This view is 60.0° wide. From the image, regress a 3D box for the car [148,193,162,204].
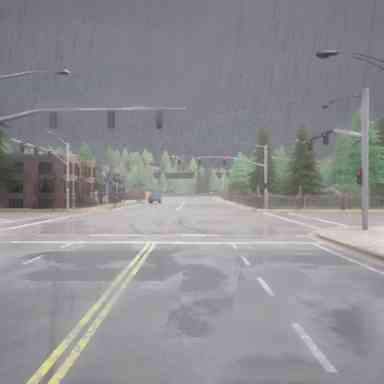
[{"bbox_3d":[-7.000,1.124,63.435,2.150,2.045,5.566,0,0,0],"label":"car"}]
